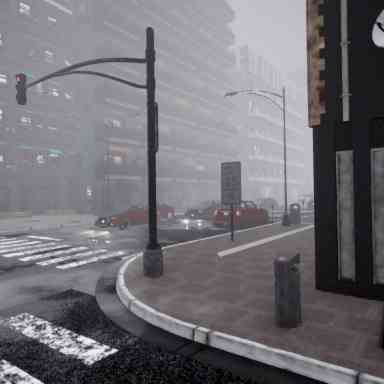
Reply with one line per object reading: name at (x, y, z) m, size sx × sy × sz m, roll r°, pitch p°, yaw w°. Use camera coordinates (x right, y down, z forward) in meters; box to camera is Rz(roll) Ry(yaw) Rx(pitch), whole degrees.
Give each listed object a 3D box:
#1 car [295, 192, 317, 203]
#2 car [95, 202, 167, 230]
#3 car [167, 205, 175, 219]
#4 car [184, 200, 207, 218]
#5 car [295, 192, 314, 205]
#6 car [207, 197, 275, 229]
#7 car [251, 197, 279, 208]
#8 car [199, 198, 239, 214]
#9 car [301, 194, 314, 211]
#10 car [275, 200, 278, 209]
car at (19.478, 0.932, 56.793) m, size 2.192 × 1.841 × 5.009 m, roll -1°, pitch 0°, yaw 36°
car at (-3.843, 1.465, 20.358) m, size 1.994 × 1.385 × 4.181 m, roll -1°, pitch 0°, yaw 36°
car at (-3.204, 1.459, 25.779) m, size 1.887 × 1.381 × 4.507 m, roll -1°, pitch 0°, yaw 36°
car at (1.588, 1.376, 27.820) m, size 2.033 × 1.411 × 5.357 m, roll -1°, pitch 0°, yaw 36°
car at (16.626, 1.011, 48.316) m, size 2.097 × 1.767 × 4.553 m, roll -1°, pitch 0°, yaw 36°
car at (3.012, 1.201, 19.740) m, size 1.967 × 1.590 × 4.097 m, roll -1°, pitch 0°, yaw 36°
car at (9.482, 1.311, 43.053) m, size 1.947 × 1.339 × 4.313 m, roll -1°, pitch 0°, yaw 36°
car at (2.814, 1.384, 33.893) m, size 2.008 × 1.369 × 4.403 m, roll -1°, pitch 0°, yaw 36°
car at (12.922, 1.196, 33.542) m, size 1.947 × 1.339 × 4.313 m, roll -1°, pitch 0°, yaw 36°
car at (7.624, 1.296, 36.104) m, size 2.033 × 1.411 × 5.357 m, roll -1°, pitch 0°, yaw 36°
